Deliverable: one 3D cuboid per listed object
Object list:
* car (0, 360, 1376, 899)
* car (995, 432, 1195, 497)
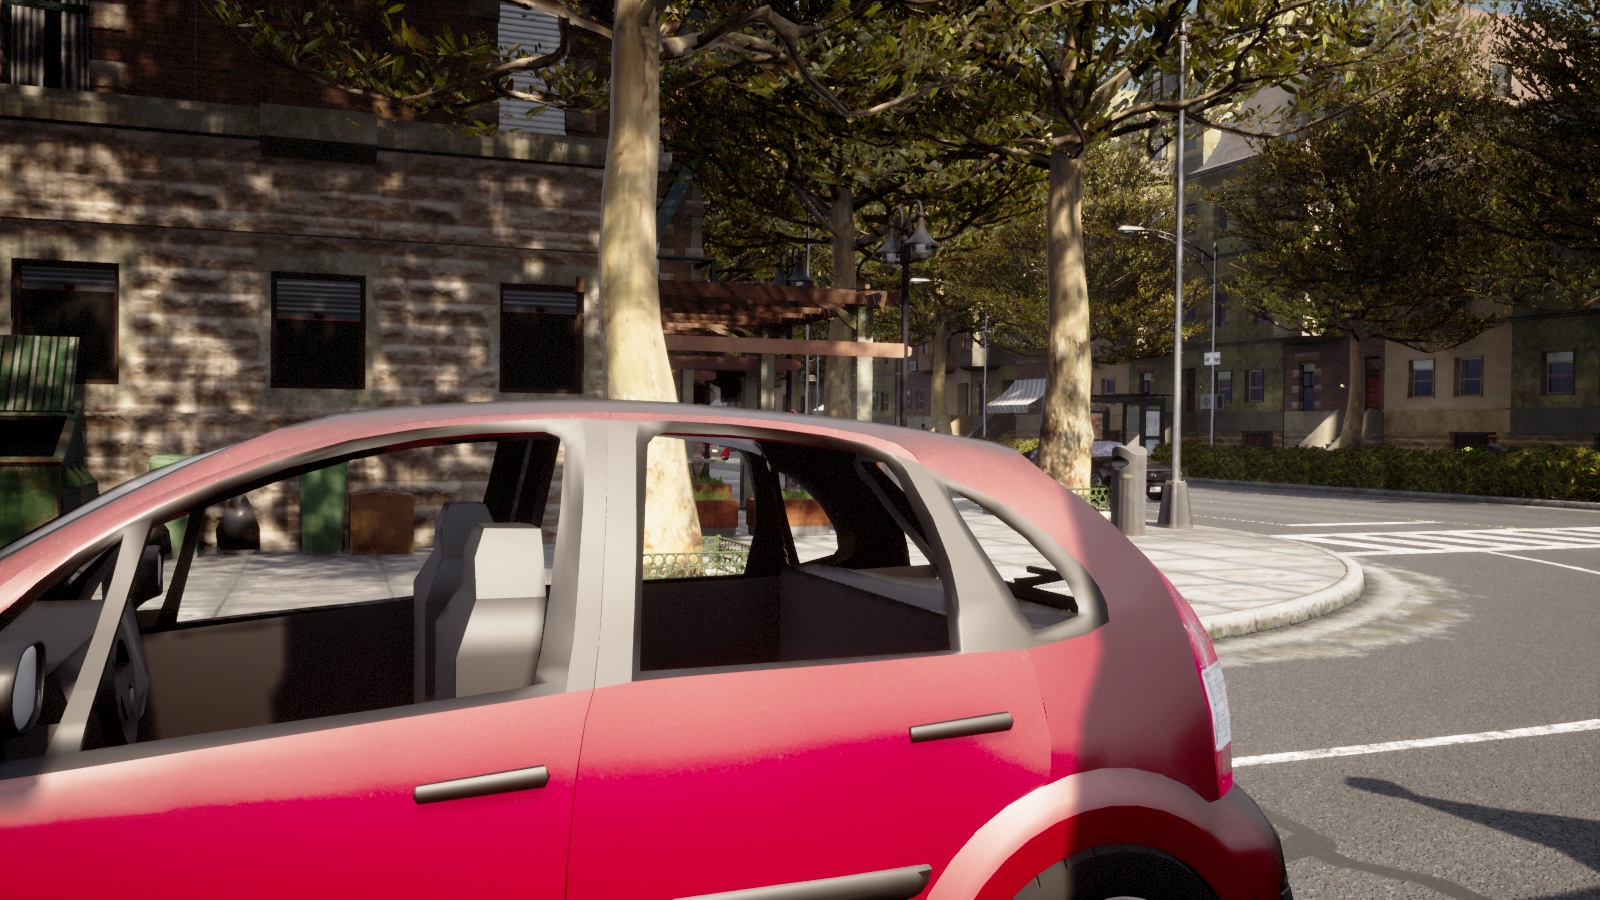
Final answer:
[{"bbox_3d":[-0.947,0.660,2.878,3.988,1.617,1.851,-1,1,-21],"label":"car"},{"bbox_3d":[6.935,0.279,30.226,2.033,1.411,5.357,-1,1,-21],"label":"car"}]
